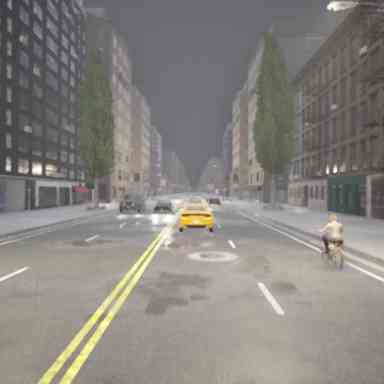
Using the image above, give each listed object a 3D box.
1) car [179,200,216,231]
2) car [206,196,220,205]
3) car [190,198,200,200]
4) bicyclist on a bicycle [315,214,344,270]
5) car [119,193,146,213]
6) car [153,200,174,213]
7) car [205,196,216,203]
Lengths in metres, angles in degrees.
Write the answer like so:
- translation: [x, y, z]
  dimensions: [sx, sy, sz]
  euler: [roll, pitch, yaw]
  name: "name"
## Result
- translation: [0.252, 1.466, 20.472]
  dimensions: [1.882, 1.535, 5.008]
  euler: [0, 0, 0]
  name: "car"
- translation: [3.805, 1.454, 57.713]
  dimensions: [1.882, 1.535, 5.008]
  euler: [0, 0, 0]
  name: "car"
- translation: [0.483, 1.567, 49.064]
  dimensions: [1.895, 1.301, 4.718]
  euler: [0, 0, 0]
  name: "car"
- translation: [4.247, 1.455, 10.114]
  dimensions: [0.866, 1.612, 1.509]
  euler: [0, 0, 0]
  name: "bicyclist on a bicycle"
- translation: [-6.319, 1.161, 35.894]
  dimensions: [2.150, 2.045, 5.566]
  euler: [0, 0, 1]
  name: "car"
- translation: [-3.068, 1.559, 36.086]
  dimensions: [1.895, 1.301, 4.718]
  euler: [0, 0, 1]
  name: "car"
- translation: [3.806, 1.504, 69.928]
  dimensions: [2.033, 1.411, 5.357]
  euler: [0, 0, 0]
  name: "car"
